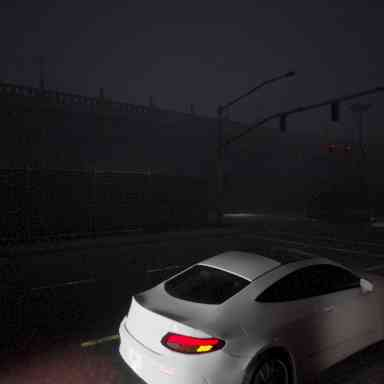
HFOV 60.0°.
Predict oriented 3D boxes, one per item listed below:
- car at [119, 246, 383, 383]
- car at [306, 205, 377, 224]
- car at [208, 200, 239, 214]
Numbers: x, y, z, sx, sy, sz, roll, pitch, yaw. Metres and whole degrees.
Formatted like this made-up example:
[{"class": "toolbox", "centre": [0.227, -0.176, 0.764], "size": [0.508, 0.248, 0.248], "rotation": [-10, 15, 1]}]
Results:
[{"class": "car", "centre": [1.312, 1.526, 4.720], "size": [4.674, 1.442, 1.812], "rotation": [0, 0, -35]}, {"class": "car", "centre": [11.316, 1.632, 25.383], "size": [1.895, 1.301, 4.718], "rotation": [0, 0, -44]}, {"class": "car", "centre": [3.060, 1.581, 36.037], "size": [1.812, 1.442, 4.674], "rotation": [0, 0, -35]}]
